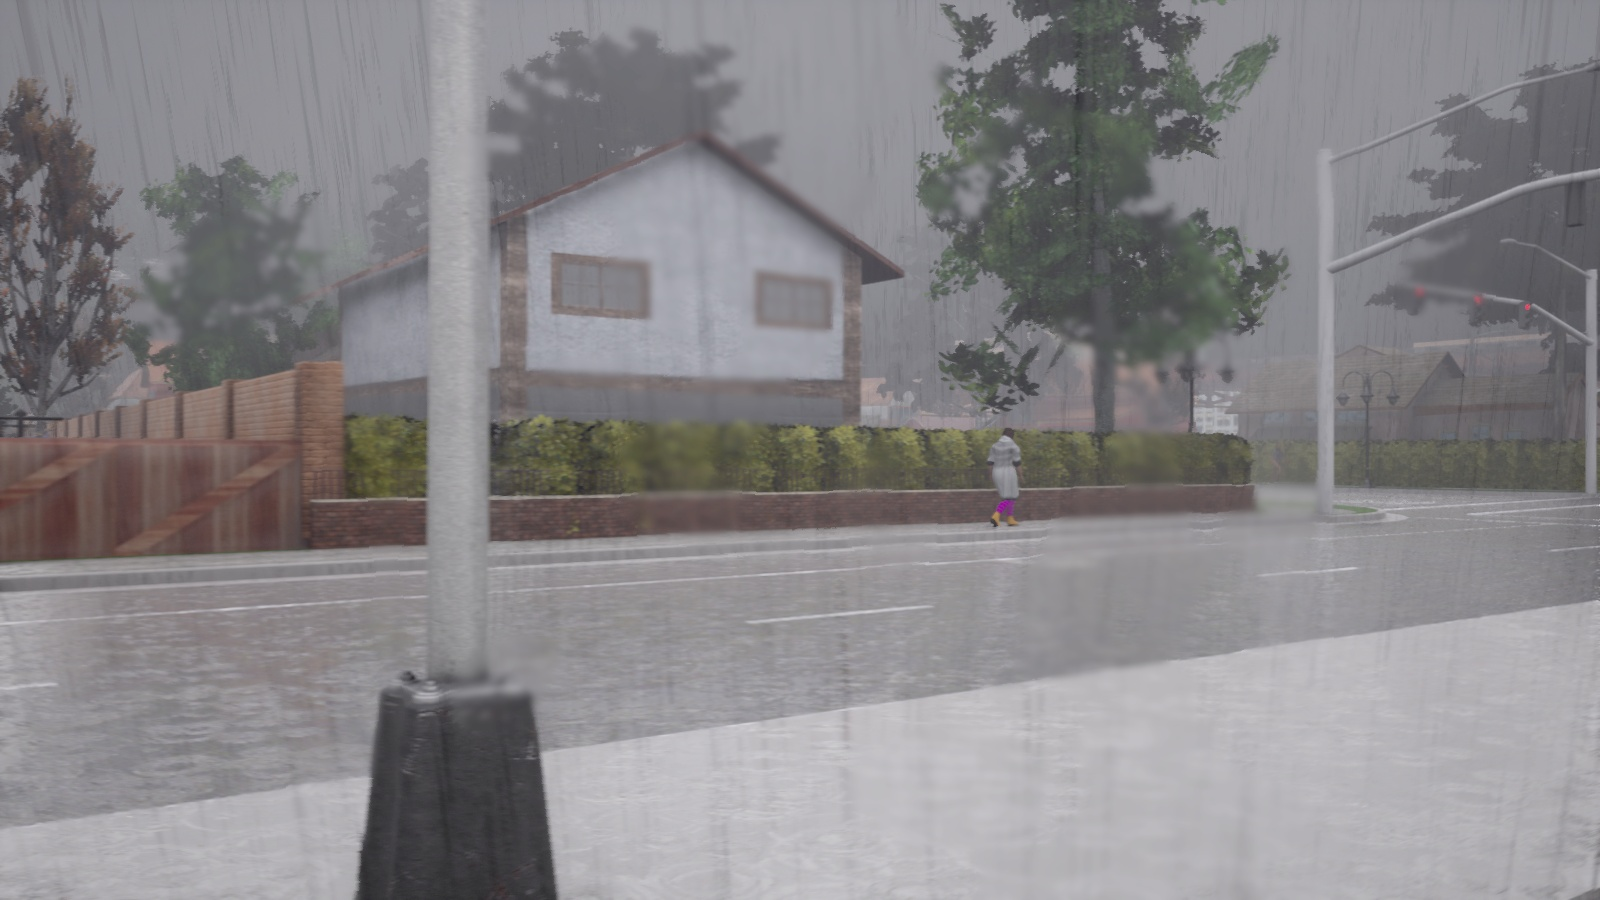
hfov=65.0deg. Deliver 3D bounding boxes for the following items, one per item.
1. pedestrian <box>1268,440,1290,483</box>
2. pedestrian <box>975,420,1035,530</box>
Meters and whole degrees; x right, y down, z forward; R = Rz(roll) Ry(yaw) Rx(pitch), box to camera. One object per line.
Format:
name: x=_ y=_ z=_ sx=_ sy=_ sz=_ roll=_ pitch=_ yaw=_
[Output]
pedestrian: x=20.780 y=0.500 z=54.521 sx=0.540 sy=1.848 sz=0.694 roll=0 pitch=0 yaw=-34
pedestrian: x=3.742 y=0.448 z=22.906 sx=0.873 sy=1.952 sz=0.659 roll=0 pitch=0 yaw=-36
